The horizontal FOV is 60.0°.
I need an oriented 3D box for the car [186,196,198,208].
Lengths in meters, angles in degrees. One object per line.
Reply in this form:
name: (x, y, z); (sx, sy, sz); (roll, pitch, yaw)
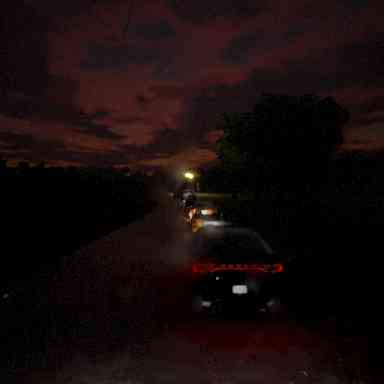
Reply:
car: (0.812, 1.413, 24.146); (2.097, 1.767, 4.553); (0, 0, 0)

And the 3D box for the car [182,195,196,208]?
car: (0.019, 1.534, 45.887); (1.895, 1.301, 4.718); (0, 1, 1)

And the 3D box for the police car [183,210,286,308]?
police car: (0.821, 1.473, 8.284); (1.930, 1.638, 5.238); (0, 0, 0)

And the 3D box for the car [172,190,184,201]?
car: (-2.782, 0.702, 68.279); (2.150, 2.045, 5.566); (0, 2, 0)

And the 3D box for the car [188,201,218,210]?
car: (0.816, 1.522, 18.364); (1.801, 1.575, 5.366); (0, 0, 0)
